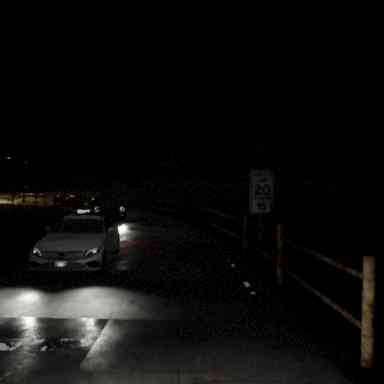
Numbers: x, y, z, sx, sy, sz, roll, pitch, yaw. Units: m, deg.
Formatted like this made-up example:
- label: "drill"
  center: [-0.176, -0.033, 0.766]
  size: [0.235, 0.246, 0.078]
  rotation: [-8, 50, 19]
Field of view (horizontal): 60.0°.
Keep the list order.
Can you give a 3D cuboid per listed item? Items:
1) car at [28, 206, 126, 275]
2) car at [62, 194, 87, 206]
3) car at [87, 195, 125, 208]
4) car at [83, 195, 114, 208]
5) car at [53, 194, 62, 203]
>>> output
- label: "car"
  center: [-3.288, 1.393, 10.124]
  size: [1.812, 1.442, 4.674]
  rotation: [1, 1, -5]
- label: "car"
  center: [-12.188, 1.025, 36.094]
  size: [2.128, 1.511, 4.902]
  rotation: [0, 0, -34]
- label: "car"
  center: [-5.827, 1.059, 22.818]
  size: [2.097, 1.767, 4.553]
  rotation: [0, 1, -20]
- label: "car"
  center: [-11.265, 1.092, 39.891]
  size: [1.895, 1.301, 4.718]
  rotation: [0, 1, -38]
- label: "car"
  center: [-18.087, 0.954, 47.481]
  size: [4.181, 1.385, 1.994]
  rotation: [1, 1, 42]
